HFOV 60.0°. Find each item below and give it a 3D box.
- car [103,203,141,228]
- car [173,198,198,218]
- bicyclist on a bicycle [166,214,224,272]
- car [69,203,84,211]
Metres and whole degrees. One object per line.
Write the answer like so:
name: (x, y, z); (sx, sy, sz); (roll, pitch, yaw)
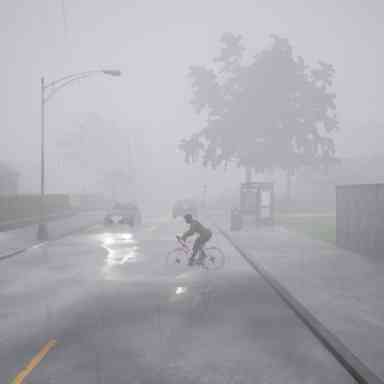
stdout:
car: (-4.570, 1.491, 22.354); (2.128, 1.511, 4.902); (0, 0, -1)
car: (-0.607, 1.350, 29.969); (2.097, 1.767, 4.553); (0, 0, -1)
bicyclist on a bicycle: (0.078, 1.437, 9.339); (1.656, 1.620, 0.582); (-2, 0, -1)
car: (-13.672, 1.354, 33.109); (5.357, 1.415, 2.033); (0, 0, 1)
